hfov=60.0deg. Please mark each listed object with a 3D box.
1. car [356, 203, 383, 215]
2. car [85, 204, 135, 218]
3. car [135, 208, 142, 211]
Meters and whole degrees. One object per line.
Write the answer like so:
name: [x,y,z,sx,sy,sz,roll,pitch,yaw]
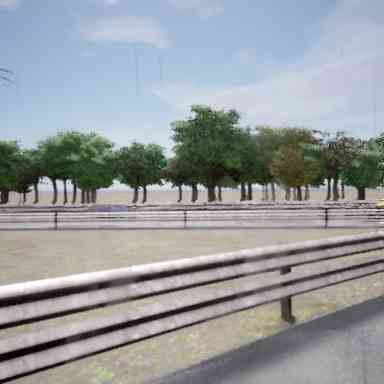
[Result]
car: [16.828,1.666,28.546,5.008,1.535,1.882,-1,0,6]
car: [-8.774,1.991,34.784,4.553,1.767,2.097,-1,0,6]
car: [-8.088,2.142,38.228,4.674,1.442,1.812,-1,0,6]
